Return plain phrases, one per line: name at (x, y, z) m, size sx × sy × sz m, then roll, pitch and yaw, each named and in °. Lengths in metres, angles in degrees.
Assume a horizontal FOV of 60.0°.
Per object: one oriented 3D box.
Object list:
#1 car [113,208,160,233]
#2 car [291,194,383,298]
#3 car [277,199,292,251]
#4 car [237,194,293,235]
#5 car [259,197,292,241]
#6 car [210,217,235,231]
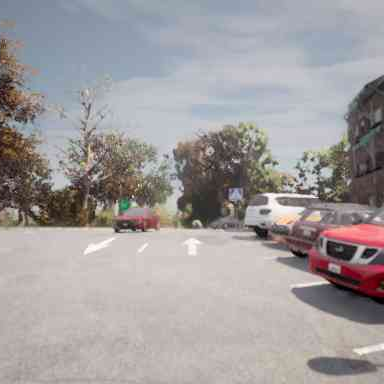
car at (-3.363, 1.735, 20.905) m, size 1.882 × 1.535 × 5.008 m, roll -1°, pitch -5°, yaw 8°
car at (5.335, 1.138, 7.337) m, size 5.566 × 2.045 × 2.435 m, roll 1°, pitch 1°, yaw -20°
car at (5.320, 1.224, 10.389) m, size 4.553 × 1.767 × 2.185 m, roll 1°, pitch 0°, yaw -20°
car at (5.285, 1.177, 16.366) m, size 5.566 × 2.045 × 2.435 m, roll 2°, pitch -4°, yaw -20°
car at (5.356, 1.223, 13.413) m, size 4.553 × 1.767 × 2.185 m, roll 2°, pitch -2°, yaw -21°
car at (3.974, 3.658, 38.087) m, size 1.837 × 1.490 × 4.892 m, roll -5°, pitch -8°, yaw 40°
